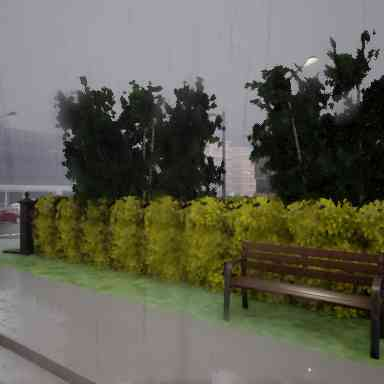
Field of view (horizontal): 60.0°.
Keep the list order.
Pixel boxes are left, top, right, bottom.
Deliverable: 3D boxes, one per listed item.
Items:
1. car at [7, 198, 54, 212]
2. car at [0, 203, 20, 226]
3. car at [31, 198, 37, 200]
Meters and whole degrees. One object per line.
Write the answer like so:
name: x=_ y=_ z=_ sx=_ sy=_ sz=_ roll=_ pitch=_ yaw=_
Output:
car: x=-18.499 y=1.477 z=38.296 sx=1.812 sy=1.442 sz=4.674 roll=0 pitch=0 yaw=33
car: x=-13.022 y=1.519 z=21.356 sx=1.812 sy=1.442 sz=4.674 roll=0 pitch=0 yaw=35
car: x=-15.778 y=1.515 z=36.058 sx=1.994 sy=1.385 sz=4.181 roll=0 pitch=0 yaw=35
